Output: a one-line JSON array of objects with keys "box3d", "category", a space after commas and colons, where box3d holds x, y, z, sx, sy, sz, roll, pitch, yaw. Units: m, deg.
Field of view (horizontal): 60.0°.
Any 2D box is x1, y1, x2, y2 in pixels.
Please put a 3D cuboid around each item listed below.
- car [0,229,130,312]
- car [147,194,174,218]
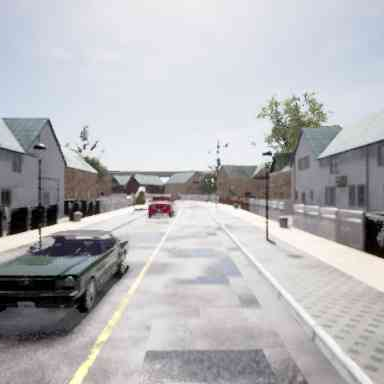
[{"box3d": [-2.809, 1.612, 7.861, 1.895, 1.301, 4.718, 0, 0, 0], "category": "car"}, {"box3d": [-2.845, 1.259, 31.535, 2.150, 2.045, 5.566, 0, 0, 0], "category": "car"}]
